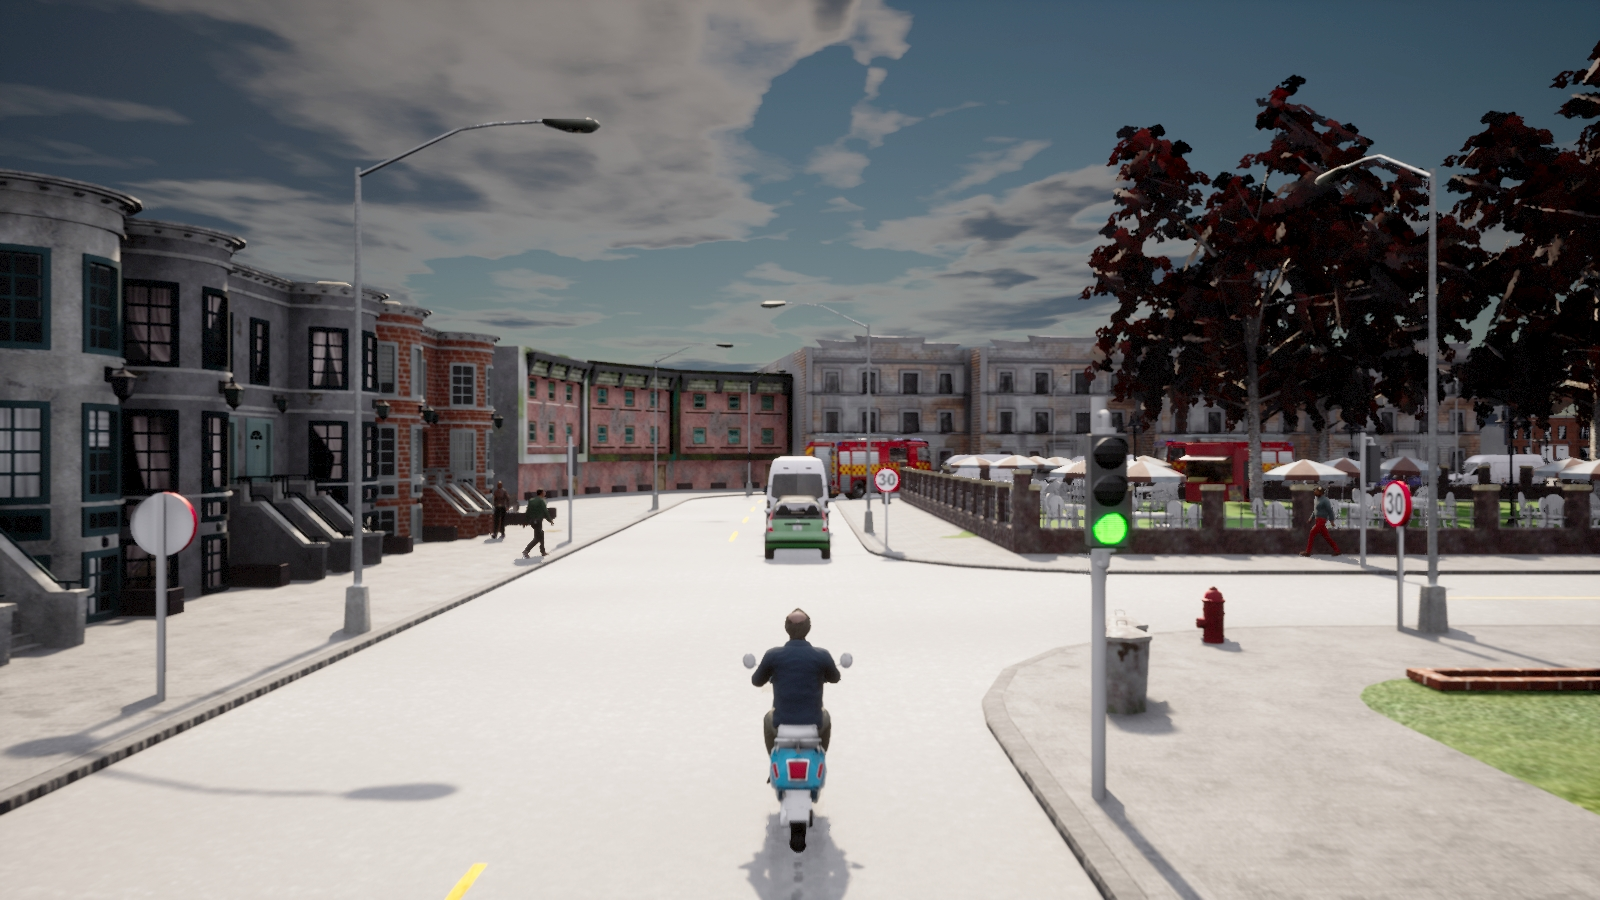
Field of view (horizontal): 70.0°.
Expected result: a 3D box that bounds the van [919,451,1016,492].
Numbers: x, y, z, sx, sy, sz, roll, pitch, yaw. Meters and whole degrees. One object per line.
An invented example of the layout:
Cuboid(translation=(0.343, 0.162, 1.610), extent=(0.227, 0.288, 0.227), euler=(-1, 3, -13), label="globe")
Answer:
Cuboid(translation=(10.659, 1.368, 72.993), extent=(5.915, 2.561, 1.988), euler=(0, 0, 0), label="van")

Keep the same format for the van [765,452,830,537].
Cuboid(translation=(-0.088, 1.343, 37.654), extent=(1.988, 2.561, 5.915), euler=(0, 0, 0), label="van")

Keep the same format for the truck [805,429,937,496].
Cuboid(translation=(4.398, 0.723, 68.802), extent=(8.468, 3.827, 2.891), euler=(0, 0, -43), label="truck")

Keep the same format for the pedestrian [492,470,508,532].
Cuboid(translation=(-9.091, 1.550, 34.663), extent=(0.375, 1.860, 0.375), euler=(0, 0, 4), label="pedestrian")

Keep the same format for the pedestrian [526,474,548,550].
Cuboid(translation=(-6.550, 1.546, 28.489), extent=(0.375, 1.860, 0.375), euler=(0, 0, 37), label="pedestrian")

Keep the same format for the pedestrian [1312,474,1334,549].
Cuboid(translation=(13.091, 1.539, 28.608), extent=(0.375, 1.860, 0.375), euler=(0, 0, 1), label="pedestrian")

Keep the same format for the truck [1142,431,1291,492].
Cuboid(translation=(26.629, 0.724, 73.297), extent=(8.468, 3.827, 2.891), euler=(0, 0, 0), label="truck")

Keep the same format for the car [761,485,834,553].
Cuboid(translation=(-0.069, 1.803, 30.952), extent=(1.851, 1.617, 3.988), euler=(0, 0, 0), label="car")

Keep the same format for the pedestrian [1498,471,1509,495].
Cuboid(translation=(39.594, 1.853, 64.301), extent=(0.375, 1.300, 0.375), euler=(0, 0, 0), label="pedestrian")
